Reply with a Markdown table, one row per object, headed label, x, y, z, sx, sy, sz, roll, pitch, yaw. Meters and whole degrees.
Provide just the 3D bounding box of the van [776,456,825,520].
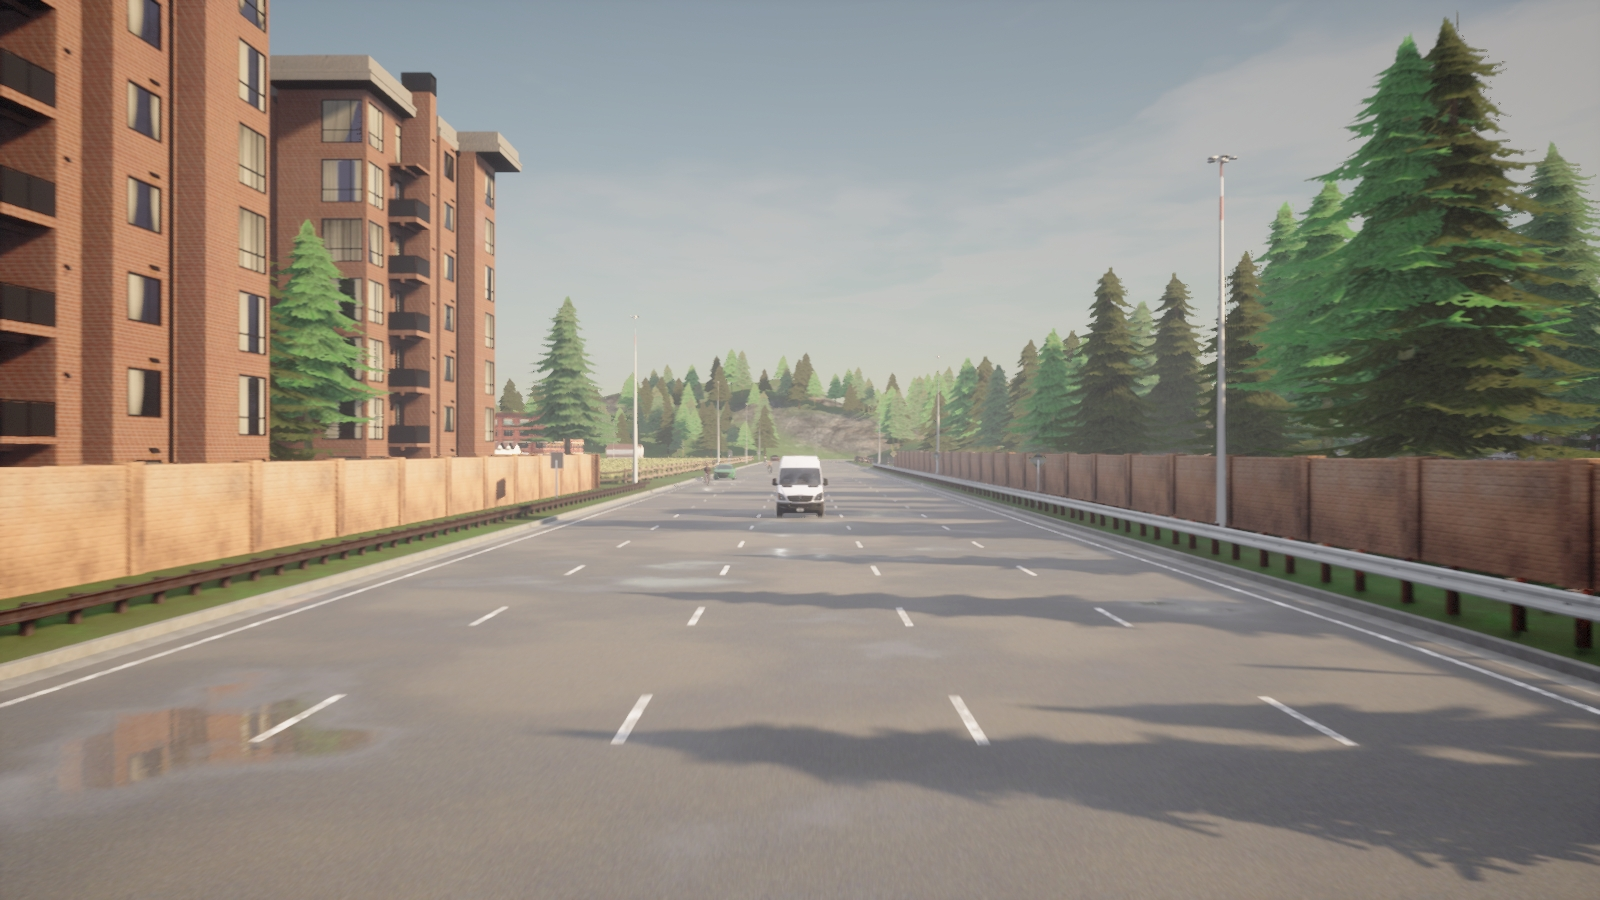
| label | x | y | z | sx | sy | sz | roll | pitch | yaw |
| --- | --- | --- | --- | --- | --- | --- | --- | --- | --- |
| van | 0.011 | 1.534 | 48.969 | 1.988 | 2.561 | 5.915 | 0 | 0 | 0 |
